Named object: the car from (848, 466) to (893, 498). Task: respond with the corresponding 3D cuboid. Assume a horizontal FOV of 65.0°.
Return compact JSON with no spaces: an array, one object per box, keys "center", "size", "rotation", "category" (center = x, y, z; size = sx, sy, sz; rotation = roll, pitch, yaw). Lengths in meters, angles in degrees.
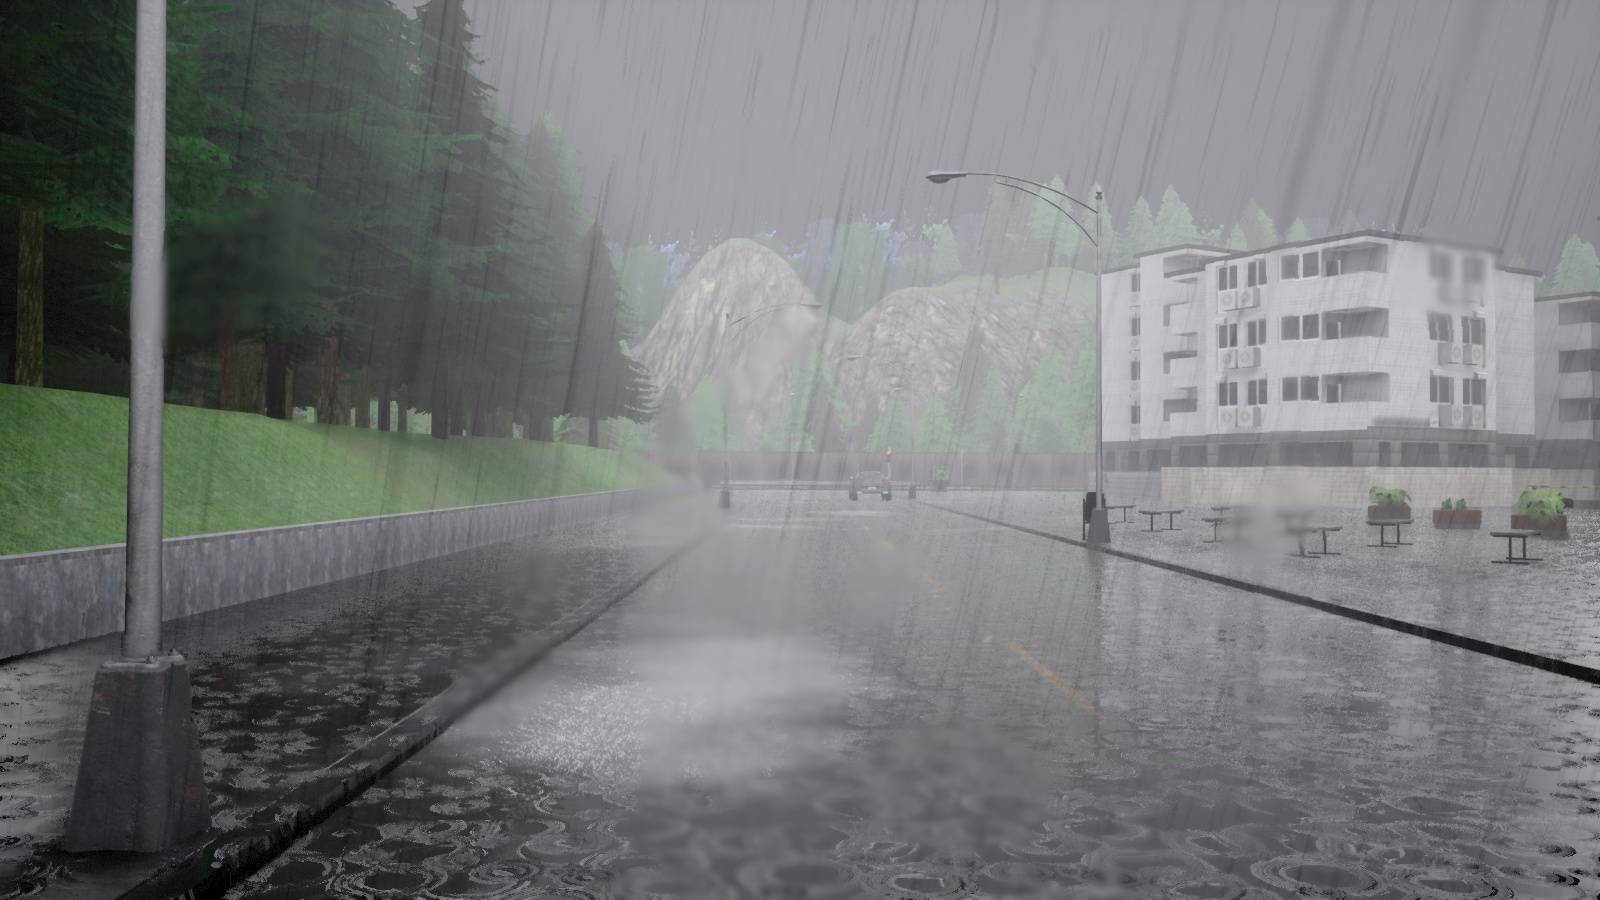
[{"center":[3.845,1.734,69.068],"size":[2.152,1.651,5.027],"rotation":[0,-1,0],"category":"car"}]
